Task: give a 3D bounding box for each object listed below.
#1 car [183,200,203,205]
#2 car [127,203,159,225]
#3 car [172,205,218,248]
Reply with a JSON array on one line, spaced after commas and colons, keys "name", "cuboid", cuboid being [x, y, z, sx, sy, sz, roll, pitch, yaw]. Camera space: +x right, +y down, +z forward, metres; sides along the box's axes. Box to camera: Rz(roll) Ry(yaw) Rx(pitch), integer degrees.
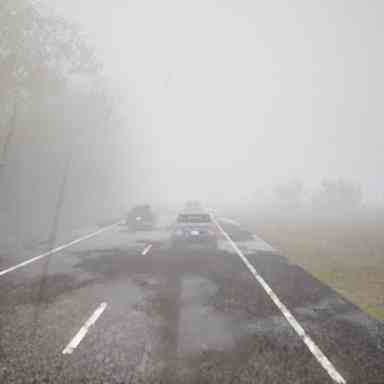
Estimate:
[{"name": "car", "cuboid": [0.099, 1.519, 33.350, 2.033, 1.411, 5.357, 0, 0, 0]}, {"name": "car", "cuboid": [-3.400, 1.507, 23.468, 1.812, 1.442, 4.674, 0, 0, 0]}, {"name": "car", "cuboid": [0.101, 1.536, 14.678, 2.033, 1.411, 5.357, 0, 0, 0]}]
